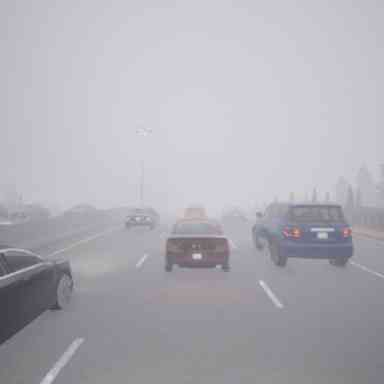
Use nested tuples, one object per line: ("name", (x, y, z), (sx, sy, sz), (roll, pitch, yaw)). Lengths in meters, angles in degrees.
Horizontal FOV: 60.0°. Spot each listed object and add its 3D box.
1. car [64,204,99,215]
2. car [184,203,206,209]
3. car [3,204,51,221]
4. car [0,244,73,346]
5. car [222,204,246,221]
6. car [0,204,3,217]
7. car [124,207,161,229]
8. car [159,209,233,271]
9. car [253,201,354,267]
("car", (-10.345, 1.812, 31.603), (2.033, 1.411, 5.357), (0, -2, 1))
("car", (0.281, 1.764, 30.833), (1.882, 1.535, 5.008), (0, -1, 0))
("car", (-13.890, 1.742, 28.725), (1.994, 1.385, 4.181), (0, -1, 1))
("car", (-3.383, 1.516, 4.987), (2.128, 1.511, 4.902), (0, 0, 0))
("car", (3.777, 1.813, 30.260), (1.812, 1.442, 4.674), (0, -1, 0))
("car", (-17.394, 1.682, 28.330), (1.812, 1.442, 4.674), (0, -1, 1))
("car", (-3.271, 1.707, 22.676), (2.033, 1.411, 5.357), (0, 0, 0))
("car", (0.158, 1.565, 11.283), (1.882, 1.535, 5.008), (0, 0, 0))
("car", (3.662, 1.328, 11.964), (2.150, 2.045, 5.566), (0, 0, 0))
